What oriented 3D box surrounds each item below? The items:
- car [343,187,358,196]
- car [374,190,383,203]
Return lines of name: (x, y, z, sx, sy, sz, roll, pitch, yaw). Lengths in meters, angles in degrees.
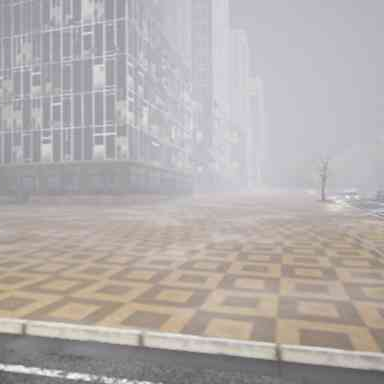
car: (28.699, -0.144, 60.487, 1.812, 1.442, 4.674, -7, 1, 16)
car: (23.137, 0.482, 39.587, 1.837, 1.490, 4.892, -1, 2, 15)
